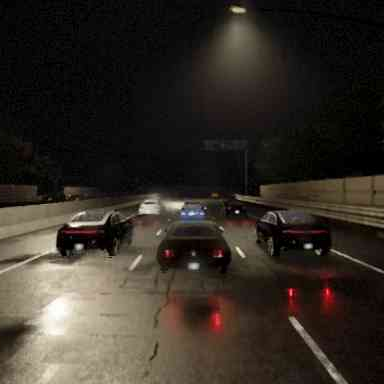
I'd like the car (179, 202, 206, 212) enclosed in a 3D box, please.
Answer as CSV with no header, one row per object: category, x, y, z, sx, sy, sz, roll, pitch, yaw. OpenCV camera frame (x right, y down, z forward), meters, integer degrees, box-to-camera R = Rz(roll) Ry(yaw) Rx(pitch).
car,0.052,1.427,23.877,2.033,1.411,5.357,0,0,1

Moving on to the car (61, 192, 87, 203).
car,-17.553,1.097,50.582,2.097,1.767,4.553,0,0,0

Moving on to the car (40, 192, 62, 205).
car,-21.045,0.965,50.684,2.150,2.045,5.566,0,0,0

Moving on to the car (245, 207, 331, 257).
car,3.574,1.429,12.590,2.128,1.511,4.902,0,0,0

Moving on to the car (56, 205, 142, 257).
car,-3.426,1.430,12.555,2.128,1.511,4.902,0,0,0

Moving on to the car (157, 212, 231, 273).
car,0.060,1.549,10.490,1.895,1.301,4.718,0,0,0

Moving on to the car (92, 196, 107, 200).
car,-14.056,1.269,50.811,1.812,1.442,4.674,0,0,0

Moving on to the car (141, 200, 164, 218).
car,-3.421,1.381,28.517,1.812,1.442,4.674,0,0,0

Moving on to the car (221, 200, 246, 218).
car,3.584,1.380,28.520,1.812,1.442,4.674,0,0,0
